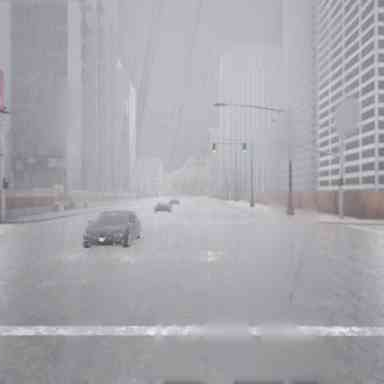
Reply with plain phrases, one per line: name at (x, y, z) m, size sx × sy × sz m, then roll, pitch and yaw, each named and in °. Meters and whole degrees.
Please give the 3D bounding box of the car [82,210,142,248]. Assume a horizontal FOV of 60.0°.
car at (-3.466, 1.606, 15.183) m, size 1.837 × 1.490 × 4.892 m, roll 0°, pitch 0°, yaw 0°

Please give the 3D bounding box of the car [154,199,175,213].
car at (-3.412, 1.827, 39.740) m, size 1.895 × 1.301 × 4.718 m, roll 0°, pitch 0°, yaw 0°

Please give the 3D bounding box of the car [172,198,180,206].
car at (-3.355, 1.893, 64.657) m, size 1.895 × 1.301 × 4.718 m, roll 0°, pitch 0°, yaw 0°
